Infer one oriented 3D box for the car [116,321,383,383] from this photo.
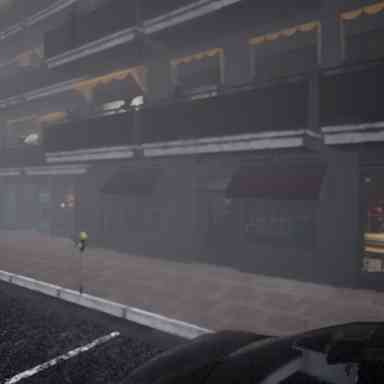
[{"bbox_3d":[1.267,1.566,1.957,4.313,1.339,1.947,0,1,36],"label":"car"}]
